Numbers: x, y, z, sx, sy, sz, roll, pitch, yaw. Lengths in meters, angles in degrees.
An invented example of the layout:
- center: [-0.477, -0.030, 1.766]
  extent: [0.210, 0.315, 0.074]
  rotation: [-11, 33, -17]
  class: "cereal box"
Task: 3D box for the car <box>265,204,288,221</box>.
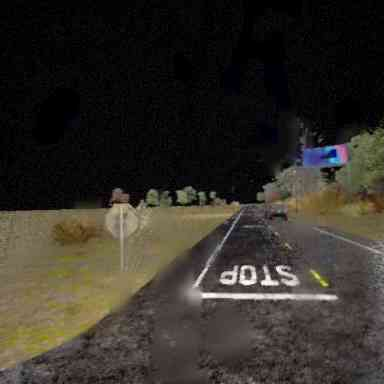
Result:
- center: [11.120, 2.596, 43.279]
  extent: [2.150, 2.045, 5.566]
  rotation: [-2, -2, 10]
  class: "car"
